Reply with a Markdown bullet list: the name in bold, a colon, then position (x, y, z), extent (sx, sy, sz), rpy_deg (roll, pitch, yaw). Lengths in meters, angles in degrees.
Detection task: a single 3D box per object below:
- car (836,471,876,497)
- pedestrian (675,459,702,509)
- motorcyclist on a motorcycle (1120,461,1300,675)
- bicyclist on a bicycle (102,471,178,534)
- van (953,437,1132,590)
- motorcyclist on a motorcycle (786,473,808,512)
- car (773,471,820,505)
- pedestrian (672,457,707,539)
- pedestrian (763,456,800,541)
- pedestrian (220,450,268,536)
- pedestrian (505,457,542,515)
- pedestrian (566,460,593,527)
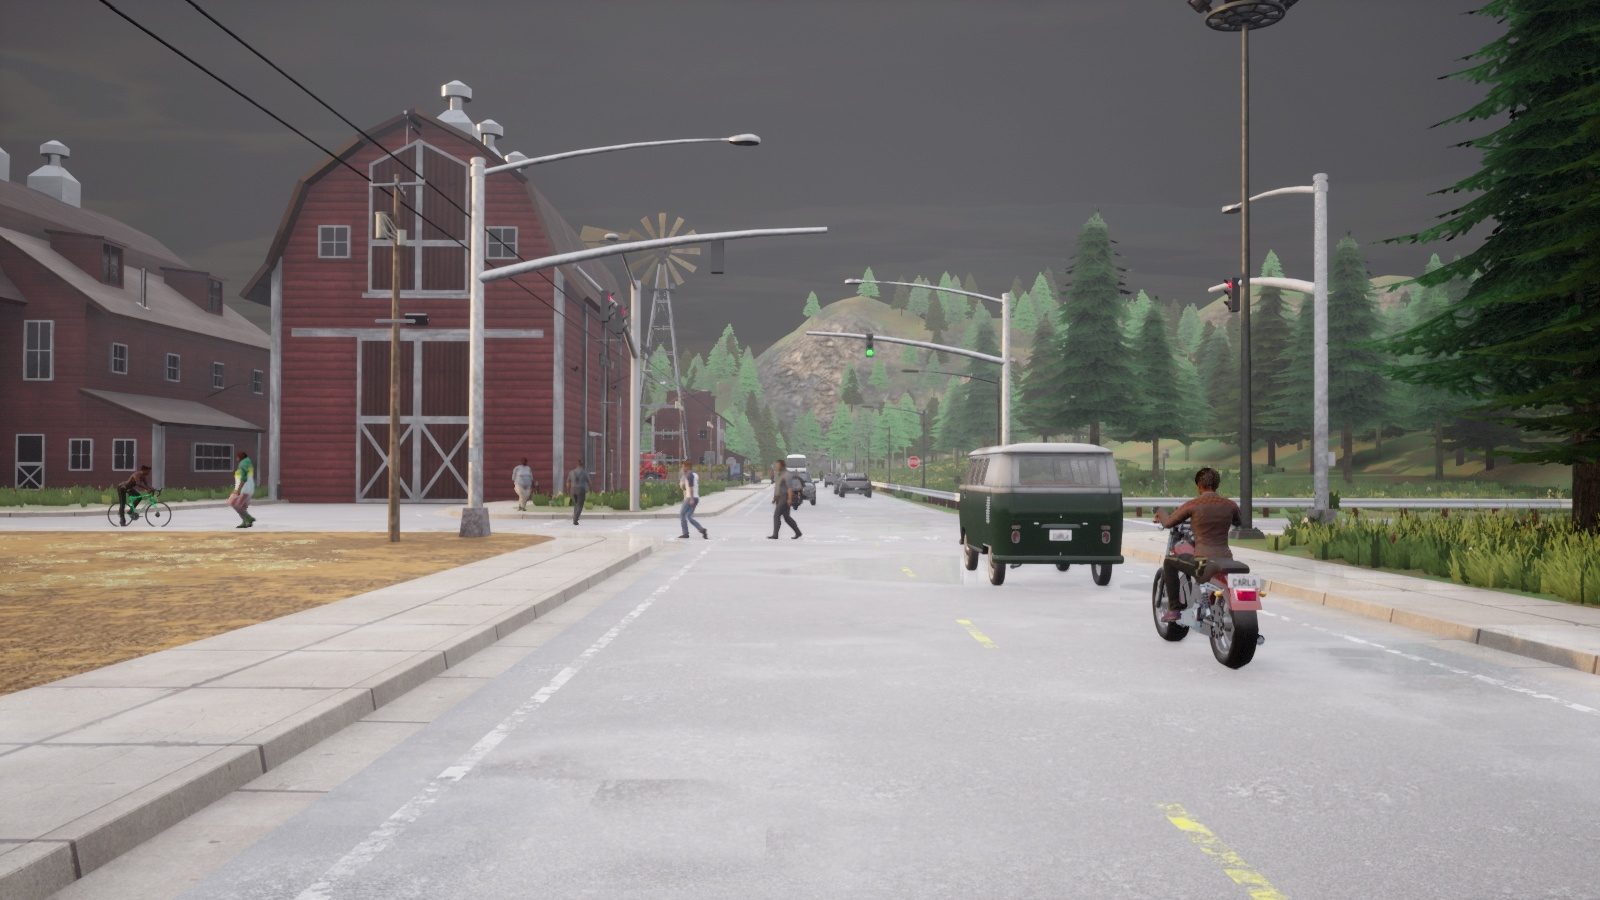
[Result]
- **car**: position (3.296, 2.016, 75.126), extent (2.128, 1.511, 4.902), rpy_deg (0, -1, 0)
- **pedestrian**: position (-4.256, 1.288, 47.779), extent (0.874, 1.855, 0.900), rpy_deg (0, -1, 5)
- **motorcyclist on a motorcycle**: position (3.470, 0.933, 10.880), extent (0.766, 1.649, 2.350), rpy_deg (0, -1, 0)
- **bicyclist on a bicycle**: position (-17.055, 1.345, 32.458), extent (1.656, 1.620, 0.582), rpy_deg (0, 0, -1)
- **van**: position (3.447, 0.866, 18.650), extent (1.775, 1.987, 4.442), rpy_deg (0, -1, 0)
- **motorcyclist on a motorcycle**: position (-0.138, 1.701, 50.747), extent (0.866, 1.530, 2.191), rpy_deg (0, -1, 0)
- **car**: position (-0.161, 1.759, 58.942), extent (2.128, 1.511, 4.902), rpy_deg (0, -1, 0)
- **pedestrian**: position (-2.493, 1.072, 28.307), extent (0.706, 1.836, 0.354), rpy_deg (-1, -1, 19)
- **pedestrian**: position (-0.408, 1.069, 27.940), extent (0.694, 1.848, 0.540), rpy_deg (0, -1, -17)
- **pedestrian**: position (-12.939, 0.992, 29.238), extent (0.873, 1.952, 0.659), rpy_deg (0, -1, -11)
- **pedestrian**: position (-8.975, 1.153, 40.683), extent (0.874, 1.855, 0.900), rpy_deg (0, -1, -37)
- **pedestrian**: position (-6.085, 1.195, 34.645), extent (0.540, 1.848, 0.694), rpy_deg (0, -1, 10)
